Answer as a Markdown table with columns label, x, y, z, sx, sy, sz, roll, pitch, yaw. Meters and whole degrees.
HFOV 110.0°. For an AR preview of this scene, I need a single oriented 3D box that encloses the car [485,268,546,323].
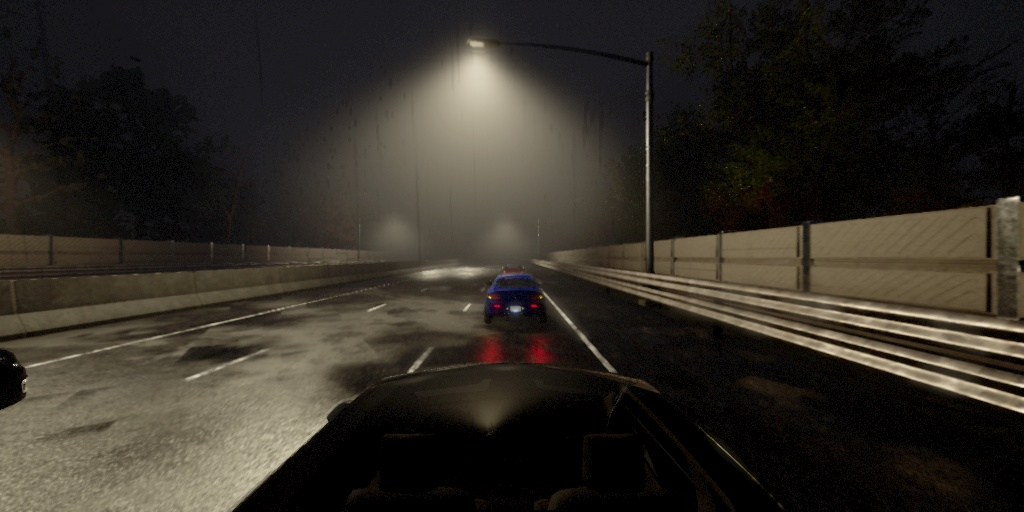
| label | x | y | z | sx | sy | sz | roll | pitch | yaw |
| --- | --- | --- | --- | --- | --- | --- | --- | --- | --- |
| car | 0.099 | 1.286 | 12.106 | 1.812 | 1.442 | 4.674 | 0 | 0 | 0 |

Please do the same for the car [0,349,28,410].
| label | x | y | z | sx | sy | sz | roll | pitch | yaw |
| --- | --- | --- | --- | --- | --- | --- | --- | --- | --- |
| car | -6.901 | 1.253 | 2.331 | 1.837 | 1.490 | 4.892 | 0 | -1 | 0 |

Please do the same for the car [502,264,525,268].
| label | x | y | z | sx | sy | sz | roll | pitch | yaw |
| --- | --- | --- | --- | --- | --- | --- | --- | --- | --- |
| car | 0.098 | 1.342 | 29.069 | 1.994 | 1.385 | 4.181 | 0 | 0 | 0 |
